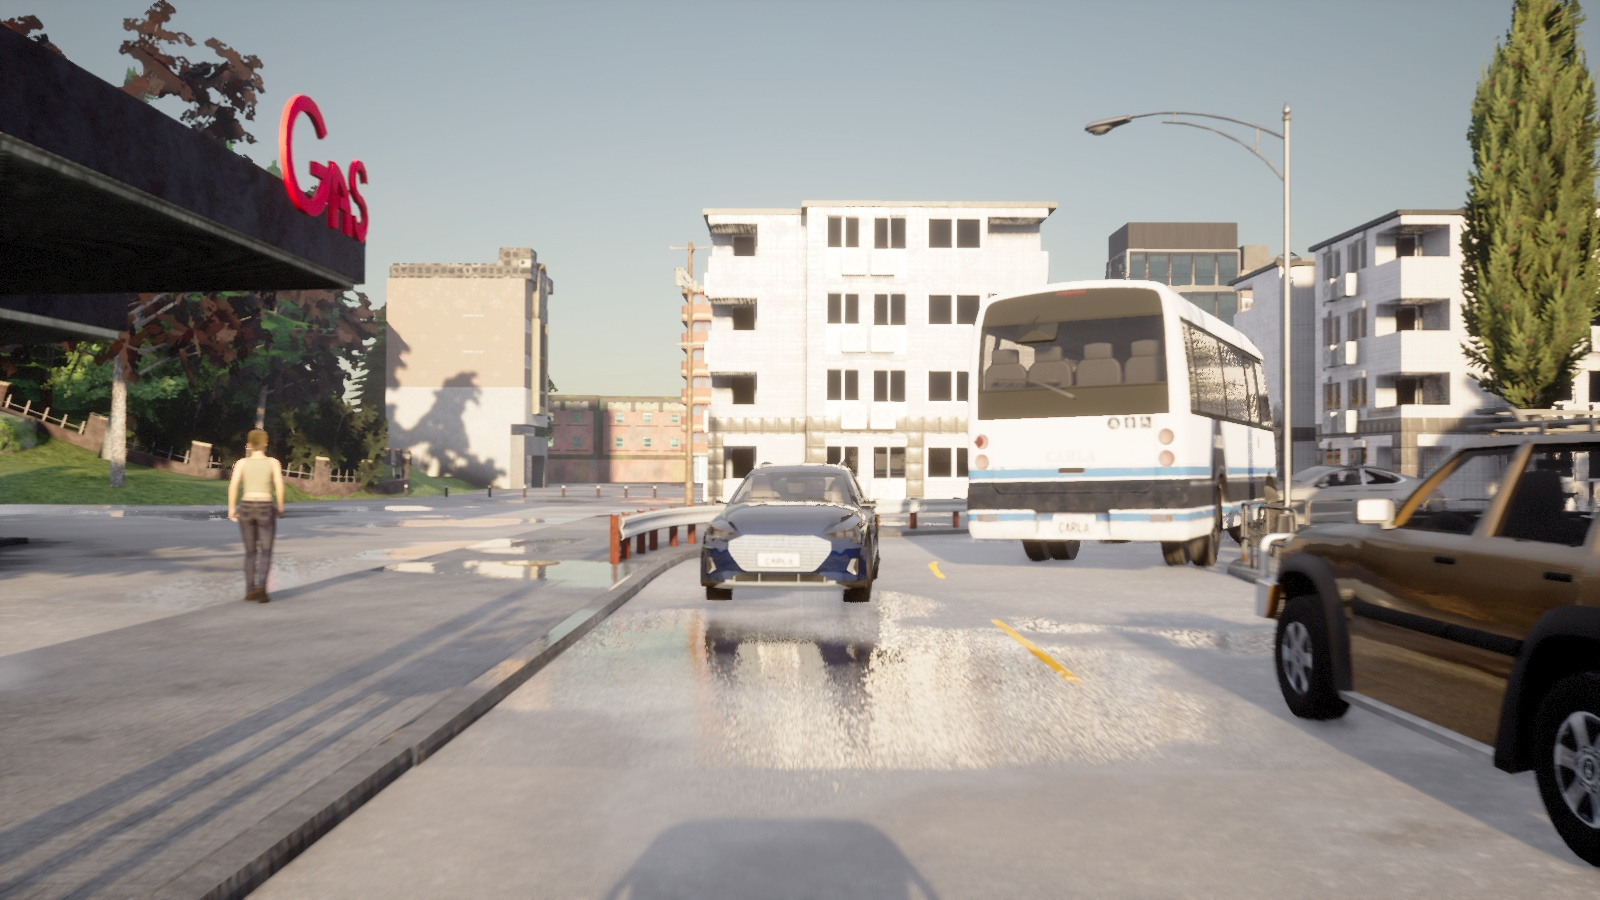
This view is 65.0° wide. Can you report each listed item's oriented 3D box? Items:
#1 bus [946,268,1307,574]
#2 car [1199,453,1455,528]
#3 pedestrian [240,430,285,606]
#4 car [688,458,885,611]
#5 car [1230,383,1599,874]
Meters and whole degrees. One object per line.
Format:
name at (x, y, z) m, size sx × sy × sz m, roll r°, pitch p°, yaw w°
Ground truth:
bus at (6.455, -0.292, 22.861) m, size 3.944 × 4.253 × 10.273 m, roll -2°, pitch -2°, yaw 28°
car at (12.135, 0.921, 29.155) m, size 5.027 × 1.651 × 2.152 m, roll 0°, pitch -1°, yaw -2°
pedestrian at (-5.746, 0.717, 13.441) m, size 0.345 × 1.836 × 0.594 m, roll 0°, pitch -1°, yaw -13°
car at (0.003, 0.950, 16.098) m, size 2.033 × 1.649 × 4.856 m, roll 0°, pitch -1°, yaw 5°
car at (3.984, 0.694, 6.478) m, size 1.932 × 1.855 × 4.605 m, roll 0°, pitch -1°, yaw 0°
